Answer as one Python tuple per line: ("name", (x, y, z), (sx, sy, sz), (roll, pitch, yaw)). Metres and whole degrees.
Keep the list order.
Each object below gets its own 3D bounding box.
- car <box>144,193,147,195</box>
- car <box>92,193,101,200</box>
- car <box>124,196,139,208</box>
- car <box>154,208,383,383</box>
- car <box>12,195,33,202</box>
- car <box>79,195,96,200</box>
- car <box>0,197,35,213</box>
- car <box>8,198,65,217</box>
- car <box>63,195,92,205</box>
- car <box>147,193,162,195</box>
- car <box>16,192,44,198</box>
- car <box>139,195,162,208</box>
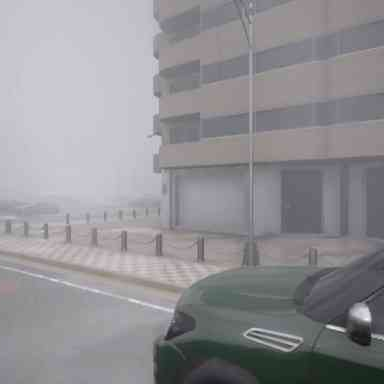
("car", (-9.592, 1.211, 76.199), (1.905, 1.878, 3.866), (0, 0, 35))
("car", (-25.669, 1.211, 87.450), (1.905, 1.878, 3.866), (0, 0, 35))
("car", (-7.498, 1.619, 49.738), (1.994, 1.385, 4.181), (0, 0, 35))
("car", (2.291, 1.222, 2.374), (5.566, 2.045, 2.150), (0, 0, 35))
("car", (-38.058, 1.419, 74.821), (1.784, 1.438, 3.905), (0, 0, 35))
("car", (-28.032, 1.450, 89.124), (1.970, 1.475, 3.806), (0, 0, 35))
("car", (-18.917, 1.544, 33.384), (2.128, 1.511, 4.902), (0, 0, 35))
("car", (-15.178, 1.619, 32.627), (1.994, 1.385, 4.181), (0, 0, 35))
("car", (-21.847, 1.451, 63.463), (1.970, 1.475, 3.806), (0, 0, 35))
("car", (-7.255, 1.208, 74.491), (1.932, 1.855, 4.605), (0, 0, 35))
("car", (-35.725, 1.208, 73.103), (1.932, 1.855, 4.605), (0, 0, 35))
("car", (-4.773, 1.546, 47.528), (2.128, 1.511, 4.902), (0, 0, 35))
